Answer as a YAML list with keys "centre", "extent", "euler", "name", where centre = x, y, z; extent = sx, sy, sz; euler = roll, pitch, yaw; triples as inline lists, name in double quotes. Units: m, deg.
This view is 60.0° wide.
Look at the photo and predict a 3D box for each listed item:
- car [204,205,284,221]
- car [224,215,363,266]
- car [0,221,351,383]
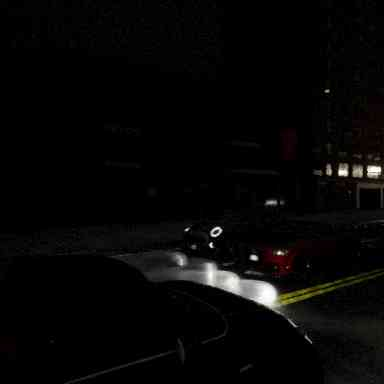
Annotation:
- centre: [1.886, 1.348, 13.015]
  extent: [4.553, 1.767, 2.097]
  euler: [0, 0, -35]
  name: "car"
- centre: [3.273, 1.560, 10.012]
  extent: [4.181, 1.385, 1.994]
  euler: [0, 0, -35]
  name: "car"
- centre: [-0.939, 1.352, 2.768]
  extent: [4.553, 1.767, 2.097]
  euler: [0, 0, -36]
  name: "car"
